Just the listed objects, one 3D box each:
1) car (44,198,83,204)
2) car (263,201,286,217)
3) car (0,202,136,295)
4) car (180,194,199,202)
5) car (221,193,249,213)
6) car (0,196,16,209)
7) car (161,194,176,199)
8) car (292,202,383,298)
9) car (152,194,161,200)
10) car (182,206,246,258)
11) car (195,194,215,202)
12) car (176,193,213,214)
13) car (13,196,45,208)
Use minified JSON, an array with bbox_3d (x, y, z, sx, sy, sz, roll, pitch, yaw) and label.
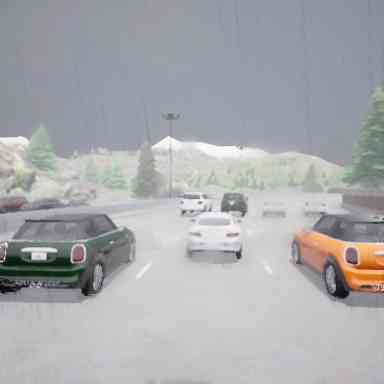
[{"bbox_3d":[-10.757,1.393,29.721,1.994,1.385,4.181,0,0,12],"label":"car"},{"bbox_3d":[7.412,1.469,30.079,1.895,1.301,4.718,0,0,13],"label":"car"},{"bbox_3d":[-2.941,1.301,8.804,2.097,1.767,4.553,0,0,4],"label":"car"},{"bbox_3d":[-0.426,1.135,69.463,1.882,1.535,5.008,0,0,27],"label":"car"},{"bbox_3d":[4.038,1.078,31.024,2.150,2.045,5.566,0,0,13],"label":"car"},{"bbox_3d":[-17.509,1.156,31.550,2.097,1.767,4.553,0,0,12],"label":"car"},{"bbox_3d":[-3.837,1.169,70.446,2.128,1.511,4.902,0,0,25],"label":"car"},{"bbox_3d":[4.059,1.318,8.541,2.097,1.767,4.553,0,0,4],"label":"car"},{"bbox_3d":[-6.880,1.179,72.178,1.994,1.385,4.181,0,0,25],"label":"car"},{"bbox_3d":[0.885,1.466,12.503,1.812,1.442,4.674,0,0,5],"label":"car"},{"bbox_3d":[2.678,1.187,67.851,2.128,1.511,4.902,0,0,27],"label":"car"},{"bbox_3d":[0.500,1.068,31.247,2.150,2.045,5.566,0,0,13],"label":"car"},{"bbox_3d":[-14.000,1.319,31.302,1.837,1.490,4.892,0,0,12],"label":"car"}]
